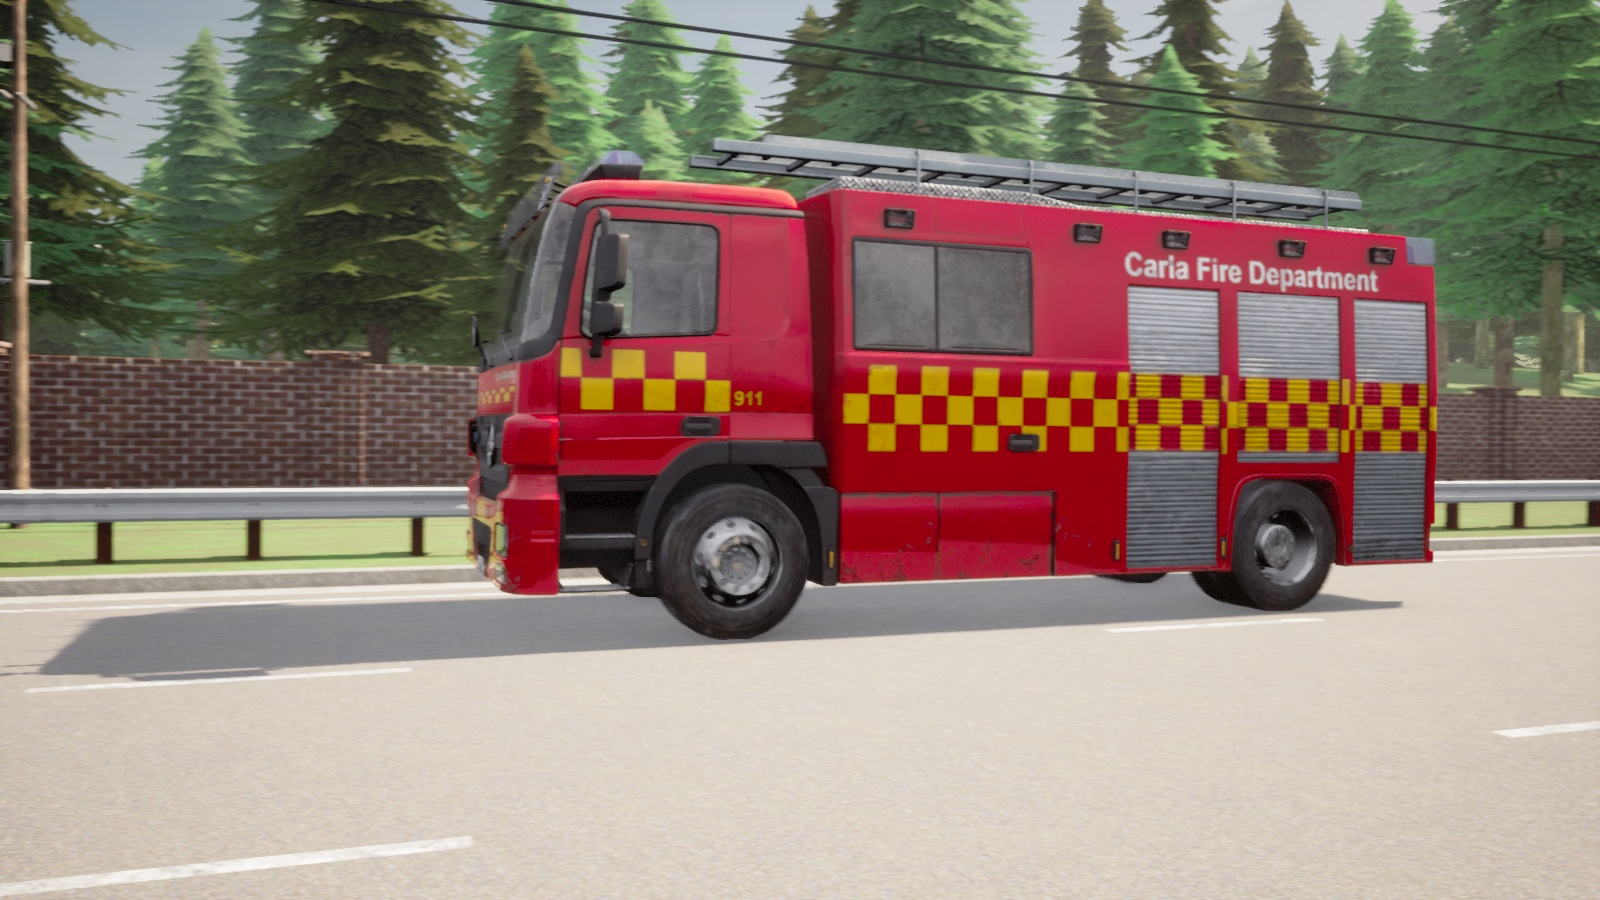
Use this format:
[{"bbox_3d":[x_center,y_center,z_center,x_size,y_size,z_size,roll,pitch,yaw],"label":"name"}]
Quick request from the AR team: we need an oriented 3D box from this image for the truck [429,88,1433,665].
[{"bbox_3d":[1.241,-0.562,11.183,8.468,3.827,2.891,-1,1,-21],"label":"truck"}]
